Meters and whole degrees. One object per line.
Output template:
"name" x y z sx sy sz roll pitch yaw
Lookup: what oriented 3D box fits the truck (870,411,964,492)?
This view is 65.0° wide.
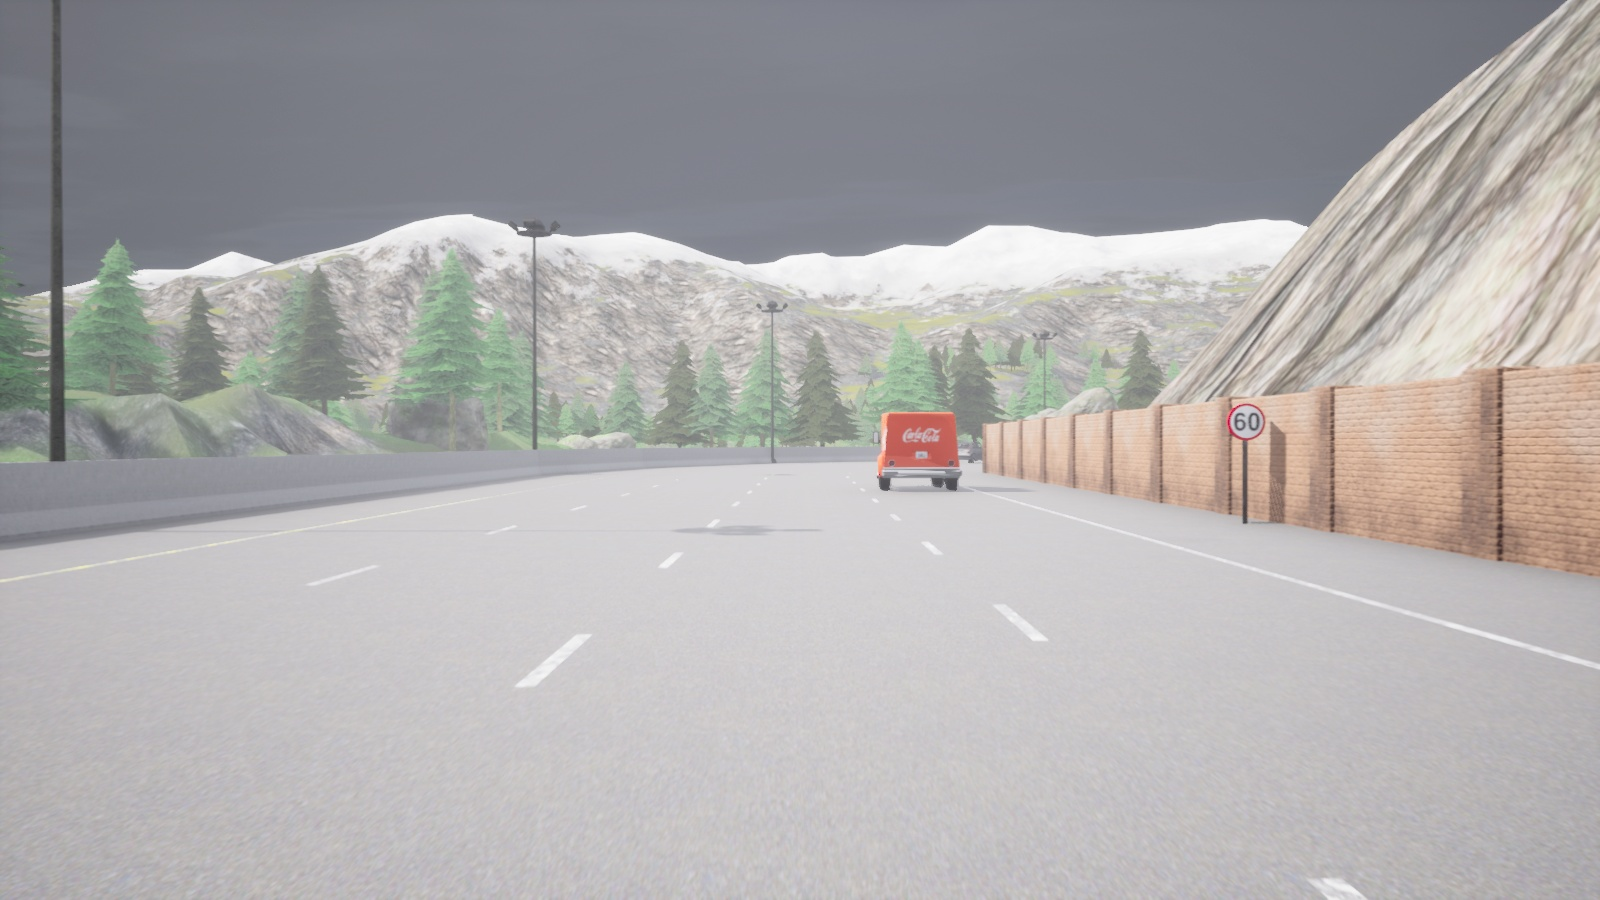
"truck" 3.743 0.031 41.157 2.627 2.467 5.204 0 0 0

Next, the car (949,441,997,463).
"car" 12.739 0.135 92.224 1.851 1.617 3.988 0 0 36
